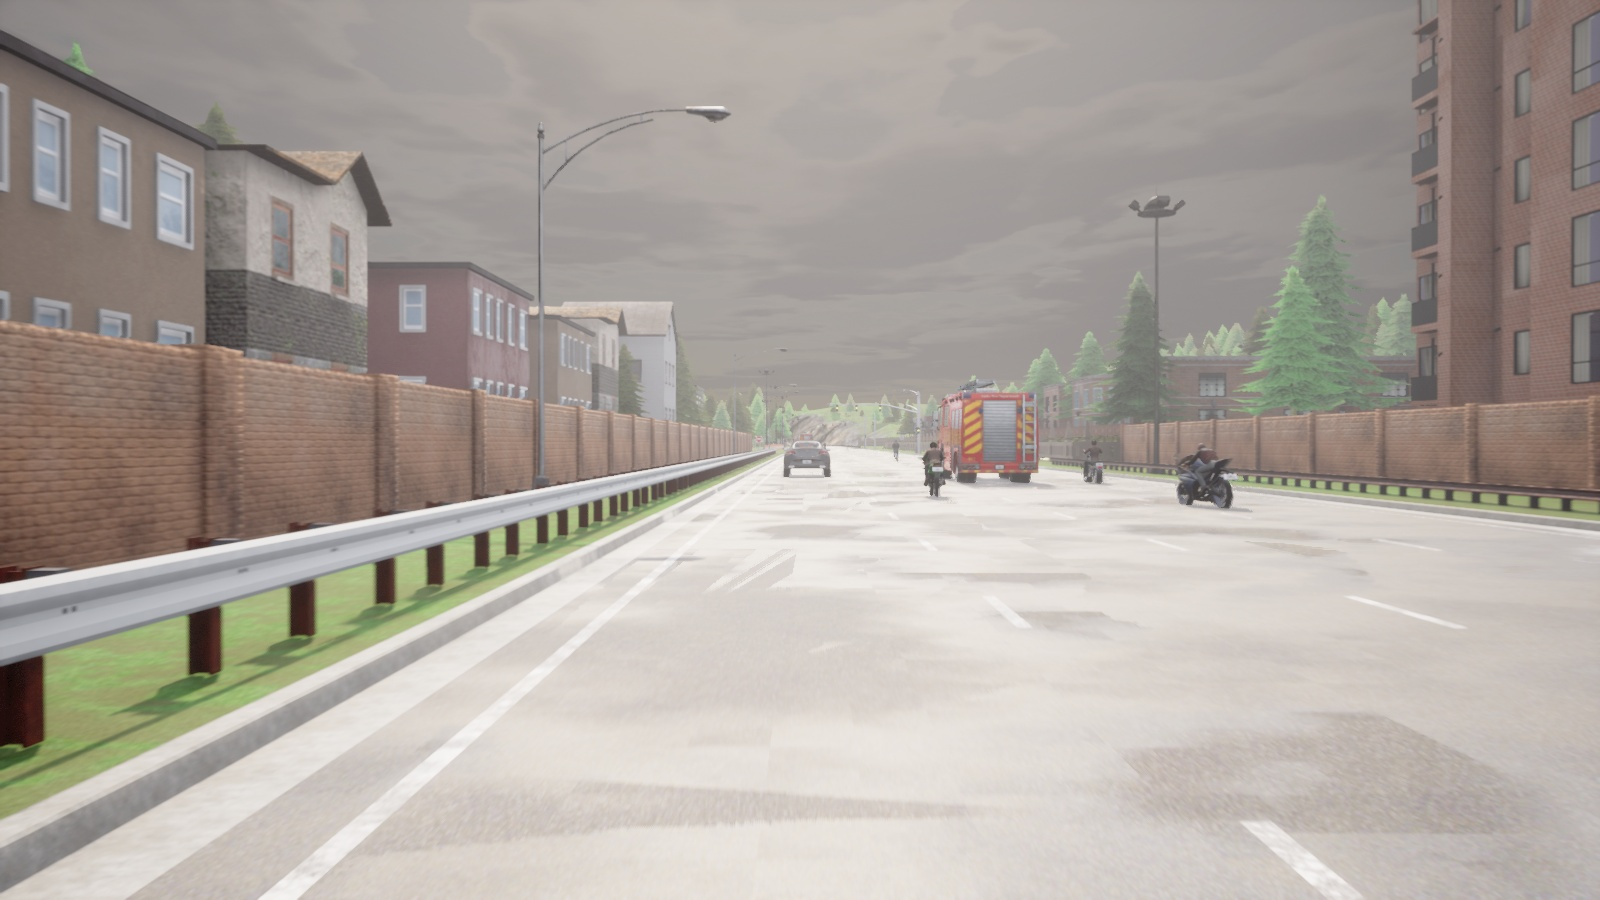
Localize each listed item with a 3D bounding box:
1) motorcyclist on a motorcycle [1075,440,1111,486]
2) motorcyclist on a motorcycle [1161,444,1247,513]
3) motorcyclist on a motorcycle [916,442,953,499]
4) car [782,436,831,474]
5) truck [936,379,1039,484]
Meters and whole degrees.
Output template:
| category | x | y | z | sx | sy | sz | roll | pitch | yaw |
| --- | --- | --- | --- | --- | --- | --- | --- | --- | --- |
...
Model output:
| category | x | y | z | sx | sy | sz | roll | pitch | yaw |
| --- | --- | --- | --- | --- | --- | --- | --- | --- | --- |
| motorcyclist on a motorcycle | 10.759 | 0.451 | 46.176 | 0.766 | 1.649 | 2.350 | 0 | 0 | 0 |
| motorcyclist on a motorcycle | 9.376 | 0.628 | 29.228 | 0.866 | 1.530 | 2.191 | 0 | 0 | -14 |
| motorcyclist on a motorcycle | 3.699 | 0.540 | 34.711 | 0.797 | 1.523 | 2.044 | 0 | 0 | 0 |
| car | 0.319 | 0.207 | 57.658 | 2.152 | 1.651 | 5.027 | 0 | 0 | 0 |
| truck | 7.280 | -0.688 | 49.997 | 2.891 | 3.827 | 8.468 | 0 | 0 | 0 |
